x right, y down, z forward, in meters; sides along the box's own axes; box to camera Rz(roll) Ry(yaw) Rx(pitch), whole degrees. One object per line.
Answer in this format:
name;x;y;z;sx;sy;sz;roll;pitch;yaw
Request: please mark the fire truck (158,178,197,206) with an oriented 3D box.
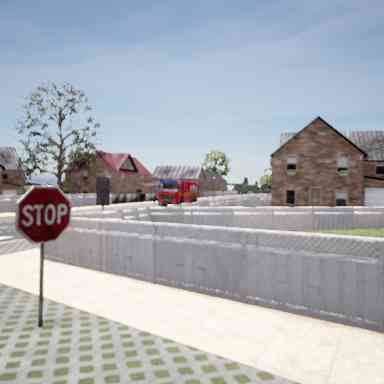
fire truck;-1.837;0.004;47.165;2.891;3.827;8.468;2;1;19
